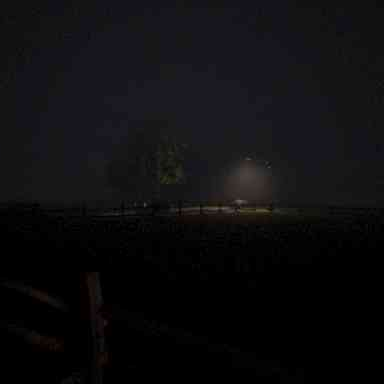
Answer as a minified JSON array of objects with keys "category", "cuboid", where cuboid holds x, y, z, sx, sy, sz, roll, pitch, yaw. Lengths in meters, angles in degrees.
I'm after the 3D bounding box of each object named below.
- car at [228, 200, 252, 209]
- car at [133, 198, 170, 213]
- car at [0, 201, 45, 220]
[{"category":"car","cuboid":[8.021,1.960,54.667,2.033,1.411,5.357,1,0,38]},{"category":"car","cuboid":[-4.633,1.457,38.517,2.097,1.767,4.553,1,0,38]},{"category":"car","cuboid":[-13.985,1.434,26.484,1.994,1.385,4.181,1,0,37]}]
